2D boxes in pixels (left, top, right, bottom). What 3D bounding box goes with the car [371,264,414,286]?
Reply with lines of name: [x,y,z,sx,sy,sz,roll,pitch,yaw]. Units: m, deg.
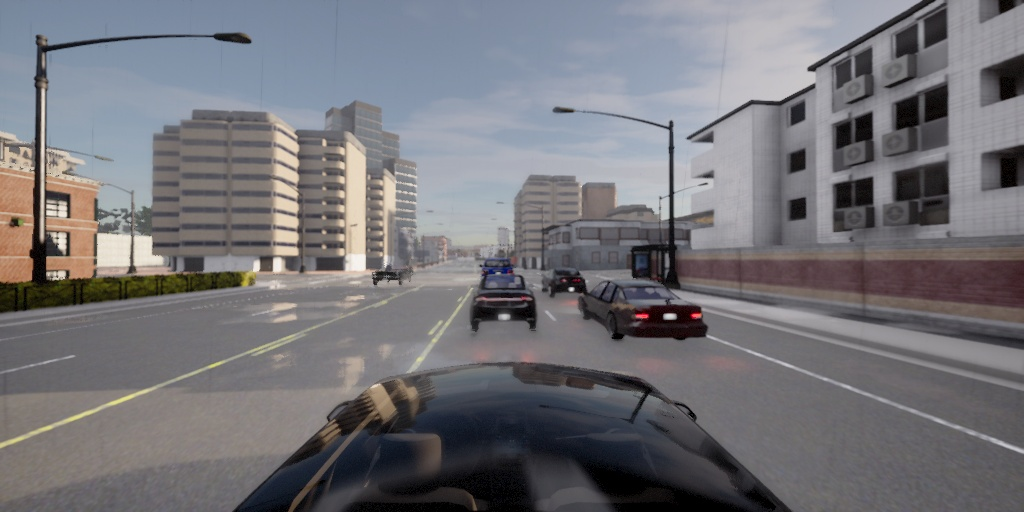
car: [-8.106,1.200,24.667,1.895,1.301,4.718,0,0,-4]

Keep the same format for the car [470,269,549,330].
car: [-0.294,1.325,11.405,2.128,1.511,4.902,0,0,-2]

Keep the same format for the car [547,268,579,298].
car: [2.778,1.405,19.905,1.837,1.490,4.892,0,0,-3]

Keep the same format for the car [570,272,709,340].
car: [3.273,1.365,10.171,2.033,1.411,5.357,0,0,-2]

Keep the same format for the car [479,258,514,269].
car: [-1.047,1.167,24.530,2.150,2.045,5.566,0,0,-4]
